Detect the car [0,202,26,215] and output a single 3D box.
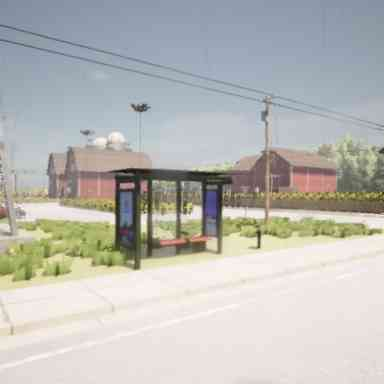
[{"bbox_3d":[-16.059,1.530,27.787,3.905,1.438,1.784,0,0,-36],"label":"car"}]
